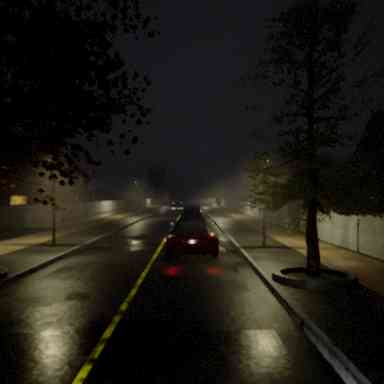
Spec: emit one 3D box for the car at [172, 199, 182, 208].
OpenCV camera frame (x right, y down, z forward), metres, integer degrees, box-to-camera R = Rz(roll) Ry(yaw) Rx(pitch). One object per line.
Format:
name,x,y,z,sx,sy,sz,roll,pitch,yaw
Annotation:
car,-2.777,2.115,65.106,2.097,1.767,4.553,0,-1,0

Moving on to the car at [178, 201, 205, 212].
car,0.012,1.830,28.508,1.837,1.490,4.892,0,0,0

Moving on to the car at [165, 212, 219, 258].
car,0.016,1.718,13.550,1.994,1.385,4.181,0,-1,0
